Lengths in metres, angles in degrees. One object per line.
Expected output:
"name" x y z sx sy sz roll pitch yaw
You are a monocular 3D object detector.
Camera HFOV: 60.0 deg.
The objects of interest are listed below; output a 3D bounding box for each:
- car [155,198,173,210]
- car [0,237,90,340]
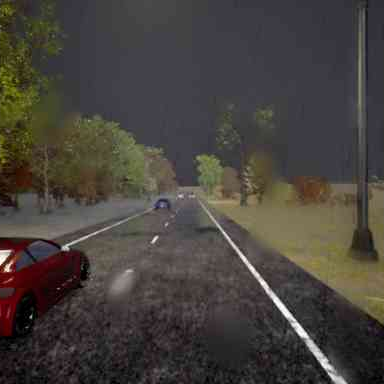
"car" -3.498 1.497 41.310 1.812 1.442 4.674 0 0 0
"car" -3.501 1.563 6.542 1.994 1.385 4.181 0 0 0
